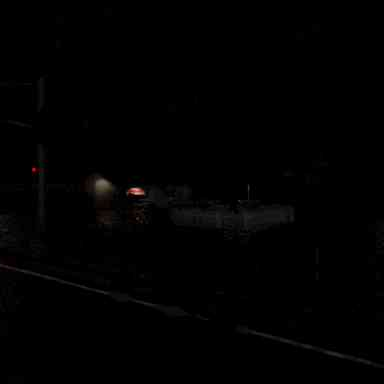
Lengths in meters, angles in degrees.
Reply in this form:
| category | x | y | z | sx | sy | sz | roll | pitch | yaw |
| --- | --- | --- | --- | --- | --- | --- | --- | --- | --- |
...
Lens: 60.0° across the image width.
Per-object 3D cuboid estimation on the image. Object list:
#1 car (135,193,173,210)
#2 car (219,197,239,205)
| category | x | y | z | sx | sy | sz | roll | pitch | yaw |
| --- | --- | --- | --- | --- | --- | --- | --- | --- | --- |
| car | -4.687 | 1.198 | 42.110 | 2.150 | 2.045 | 5.566 | 0 | 0 | 36 |
| car | 6.455 | 1.577 | 57.474 | 1.994 | 1.385 | 4.181 | 0 | 0 | 36 |
